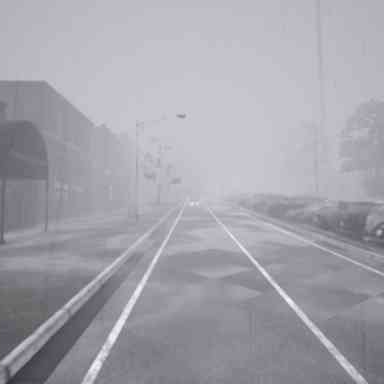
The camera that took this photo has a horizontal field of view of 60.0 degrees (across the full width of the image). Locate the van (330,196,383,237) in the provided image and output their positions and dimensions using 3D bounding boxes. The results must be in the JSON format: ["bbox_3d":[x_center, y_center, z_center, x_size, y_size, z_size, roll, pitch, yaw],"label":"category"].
[{"bbox_3d":[9.502,1.331,16.275,4.442,1.987,1.878,0,0,0],"label":"van"}]

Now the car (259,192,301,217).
[{"bbox_3d":[9.372,1.276,30.296,5.566,2.045,2.435,0,0,0],"label":"car"}]

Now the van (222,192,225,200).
[{"bbox_3d":[9.326,1.091,72.346,4.442,1.987,1.878,0,0,0],"label":"van"}]

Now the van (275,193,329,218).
[{"bbox_3d":[9.514,1.316,27.495,4.442,1.987,1.878,0,0,0],"label":"van"}]

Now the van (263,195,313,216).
[{"bbox_3d":[9.519,1.288,33.100,4.442,1.987,1.878,0,0,0],"label":"van"}]

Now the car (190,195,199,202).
[{"bbox_3d":[0.549,1.324,69.502,2.128,1.511,4.902,0,0,0],"label":"car"}]

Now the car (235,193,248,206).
[{"bbox_3d":[9.389,1.192,47.116,5.566,2.045,2.435,0,0,0],"label":"car"}]

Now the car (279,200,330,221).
[{"bbox_3d":[9.400,1.550,24.689,4.892,1.521,2.231,0,0,0],"label":"car"}]

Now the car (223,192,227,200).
[{"bbox_3d":[9.410,1.361,69.544,4.792,1.488,2.163,0,0,0],"label":"car"}]

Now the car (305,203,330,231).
[{"bbox_3d":[9.417,1.589,19.078,4.792,1.488,2.163,0,0,0],"label":"car"}]

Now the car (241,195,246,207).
[{"bbox_3d":[9.411,1.498,44.315,4.674,1.452,2.002,0,0,0],"label":"car"}]

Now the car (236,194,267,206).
[{"bbox_3d":[9.391,1.290,52.723,4.553,1.767,2.185,0,0,0],"label":"car"}]

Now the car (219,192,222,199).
[{"bbox_3d":[9.634,1.287,77.953,5.366,1.575,1.946,0,0,0],"label":"car"}]

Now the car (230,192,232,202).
[{"bbox_3d":[9.460,1.262,58.330,4.553,1.767,2.185,0,0,0],"label":"car"}]

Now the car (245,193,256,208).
[{"bbox_3d":[9.442,1.346,41.510,4.553,1.767,2.185,0,0,0],"label":"car"}]

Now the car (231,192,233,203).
[{"bbox_3d":[9.394,1.276,55.527,4.553,1.767,2.185,0,0,0],"label":"car"}]

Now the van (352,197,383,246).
[{"bbox_3d":[9.266,1.327,13.473,4.442,1.987,1.878,0,0,0],"label":"van"}]

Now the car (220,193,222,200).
[{"bbox_3d":[9.474,1.333,75.150,4.792,1.488,2.163,0,0,0],"label":"car"}]

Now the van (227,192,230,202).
[{"bbox_3d":[9.315,1.147,61.133,4.442,1.987,1.878,0,0,0],"label":"van"}]

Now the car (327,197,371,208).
[{"bbox_3d":[22.311,1.480,47.503,5.366,1.575,1.946,0,0,0],"label":"car"}]

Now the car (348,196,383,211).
[{"bbox_3d":[22.522,1.385,41.952,4.553,1.767,2.185,0,0,0],"label":"car"}]

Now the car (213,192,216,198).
[{"bbox_3d":[9.492,0.994,91.966,5.566,2.045,2.435,0,0,0],"label":"car"}]

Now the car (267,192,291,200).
[{"bbox_3d":[22.509,1.047,86.518,5.566,2.045,2.435,0,0,0],"label":"car"}]

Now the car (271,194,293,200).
[{"bbox_3d":[22.528,1.308,83.732,5.008,1.535,2.097,0,0,0],"label":"car"}]

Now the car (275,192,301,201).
[{"bbox_3d":[22.500,1.079,78.163,5.566,2.045,2.435,0,0,0],"label":"car"}]

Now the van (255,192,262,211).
[{"bbox_3d":[9.522,1.274,35.903,4.442,1.987,1.878,0,0,0],"label":"van"}]

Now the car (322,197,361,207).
[{"bbox_3d":[22.505,1.470,50.279,4.892,1.521,2.231,0,0,0],"label":"car"}]

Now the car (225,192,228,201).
[{"bbox_3d":[9.429,1.359,63.937,5.008,1.535,2.097,0,0,0],"label":"car"}]

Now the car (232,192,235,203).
[{"bbox_3d":[9.392,1.178,49.920,5.566,2.045,2.435,0,0,0],"label":"car"}]

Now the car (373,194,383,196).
[{"bbox_3d":[22.515,1.288,36.398,5.566,2.045,2.435,0,0,0],"label":"car"}]

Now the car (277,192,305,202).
[{"bbox_3d":[22.498,1.092,75.501,5.566,2.045,2.435,0,0,0],"label":"car"}]

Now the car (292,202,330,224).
[{"bbox_3d":[9.388,1.596,21.886,4.674,1.452,2.002,0,0,0],"label":"car"}]

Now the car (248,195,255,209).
[{"bbox_3d":[9.401,1.487,38.708,4.892,1.521,2.231,0,0,0],"label":"car"}]

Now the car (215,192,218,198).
[{"bbox_3d":[9.455,1.252,89.159,4.892,1.521,2.231,0,0,0],"label":"car"}]
